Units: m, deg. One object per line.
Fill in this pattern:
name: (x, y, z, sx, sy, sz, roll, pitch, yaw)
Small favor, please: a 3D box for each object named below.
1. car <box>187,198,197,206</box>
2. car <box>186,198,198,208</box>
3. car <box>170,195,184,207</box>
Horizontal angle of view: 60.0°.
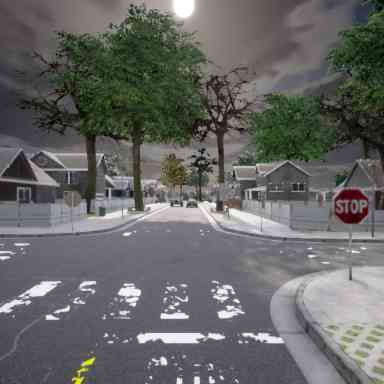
car: (0.008, 1.968, 66.023, 1.837, 1.490, 4.892, 0, -1, 0)
car: (0.008, 1.865, 55.985, 1.812, 1.442, 4.674, 0, -1, 0)
car: (-2.743, 1.621, 60.994, 2.150, 2.045, 5.566, 0, -1, 0)
